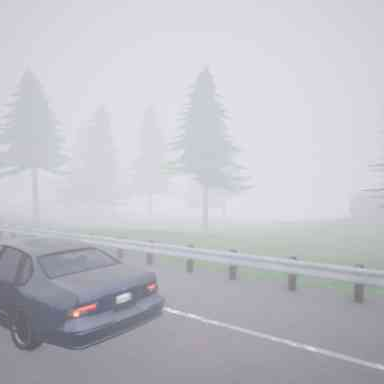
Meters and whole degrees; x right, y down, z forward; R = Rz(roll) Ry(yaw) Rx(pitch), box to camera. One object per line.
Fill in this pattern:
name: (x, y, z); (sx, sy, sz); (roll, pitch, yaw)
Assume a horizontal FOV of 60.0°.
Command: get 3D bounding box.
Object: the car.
car: (-2.974, 1.571, 6.252); (5.357, 1.411, 2.033); (0, 0, 37)
